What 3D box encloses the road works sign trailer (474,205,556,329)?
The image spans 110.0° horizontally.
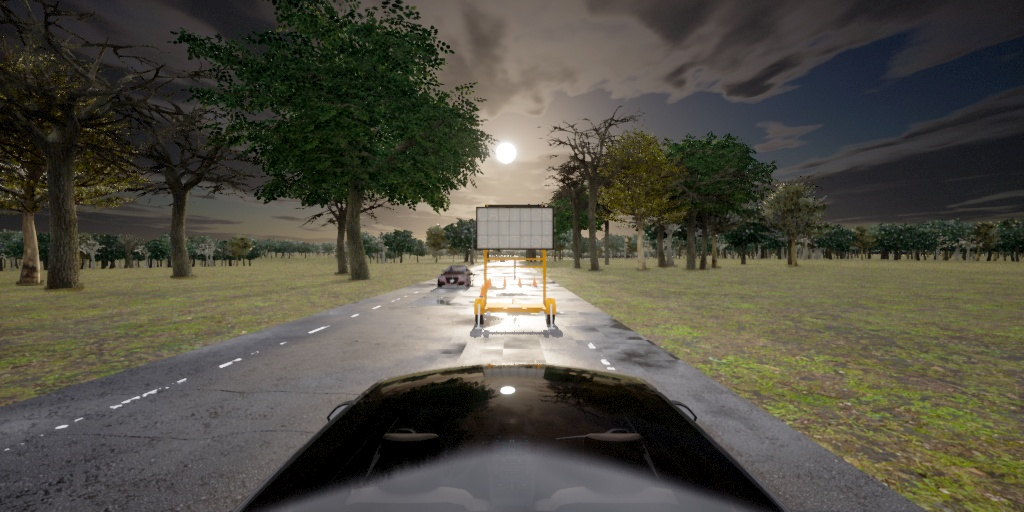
[{"bbox_3d":[0.089,0.211,11.181,2.380,3.560,2.880,0,0,0],"label":"road works sign trailer"}]

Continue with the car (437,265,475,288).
[{"bbox_3d":[-3.594,1.311,23.519,1.994,1.385,4.181,0,0,0],"label":"car"}]
